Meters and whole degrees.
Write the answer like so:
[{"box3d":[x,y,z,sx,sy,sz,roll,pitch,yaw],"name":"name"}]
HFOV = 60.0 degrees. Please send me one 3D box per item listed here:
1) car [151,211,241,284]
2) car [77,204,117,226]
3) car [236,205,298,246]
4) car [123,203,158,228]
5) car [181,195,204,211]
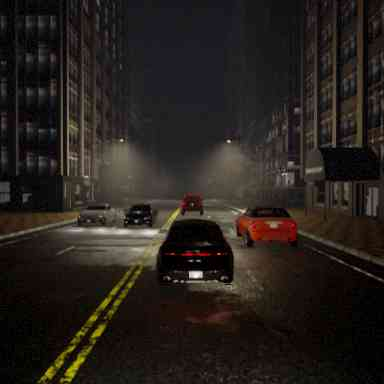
[{"box3d":[0.078,1.526,9.628,1.837,1.490,4.892,0,0,0],"name":"car"},{"box3d":[-6.637,1.567,23.689,1.812,1.442,4.674,0,0,0],"name":"car"},{"box3d":[3.307,1.381,15.476,2.097,1.767,4.553,0,0,1],"name":"car"},{"box3d":[-3.387,1.545,22.592,1.837,1.490,4.892,0,0,0],"name":"car"},{"box3d":[0.029,1.278,34.380,2.150,2.045,5.566,0,0,0],"name":"car"}]
